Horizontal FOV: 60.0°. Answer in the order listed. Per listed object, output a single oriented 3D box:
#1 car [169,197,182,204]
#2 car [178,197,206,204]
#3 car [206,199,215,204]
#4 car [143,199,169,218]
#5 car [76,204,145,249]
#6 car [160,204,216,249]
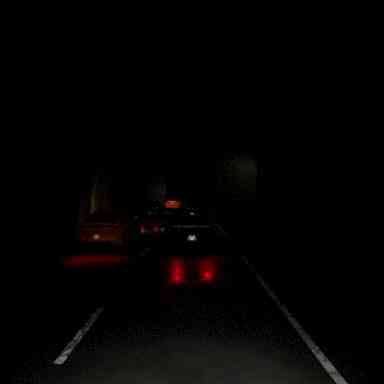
[{"bbox_3d":[-1.779,1.366,42.946,2.097,1.767,4.553,0,0,18],"label":"car"},{"bbox_3d":[0.000,1.517,29.650,1.837,1.490,4.892,0,0,0],"label":"car"},{"bbox_3d":[1.551,1.564,41.867,2.033,1.411,5.357,0,0,18],"label":"car"},{"bbox_3d":[-3.500,1.495,29.650,2.128,1.511,4.902,0,0,0],"label":"car"},{"bbox_3d":[-3.500,1.485,14.650,1.882,1.535,5.008,0,0,0],"label":"car"},{"bbox_3d":[0.000,1.495,14.650,2.128,1.511,4.902,0,0,0],"label":"car"}]
